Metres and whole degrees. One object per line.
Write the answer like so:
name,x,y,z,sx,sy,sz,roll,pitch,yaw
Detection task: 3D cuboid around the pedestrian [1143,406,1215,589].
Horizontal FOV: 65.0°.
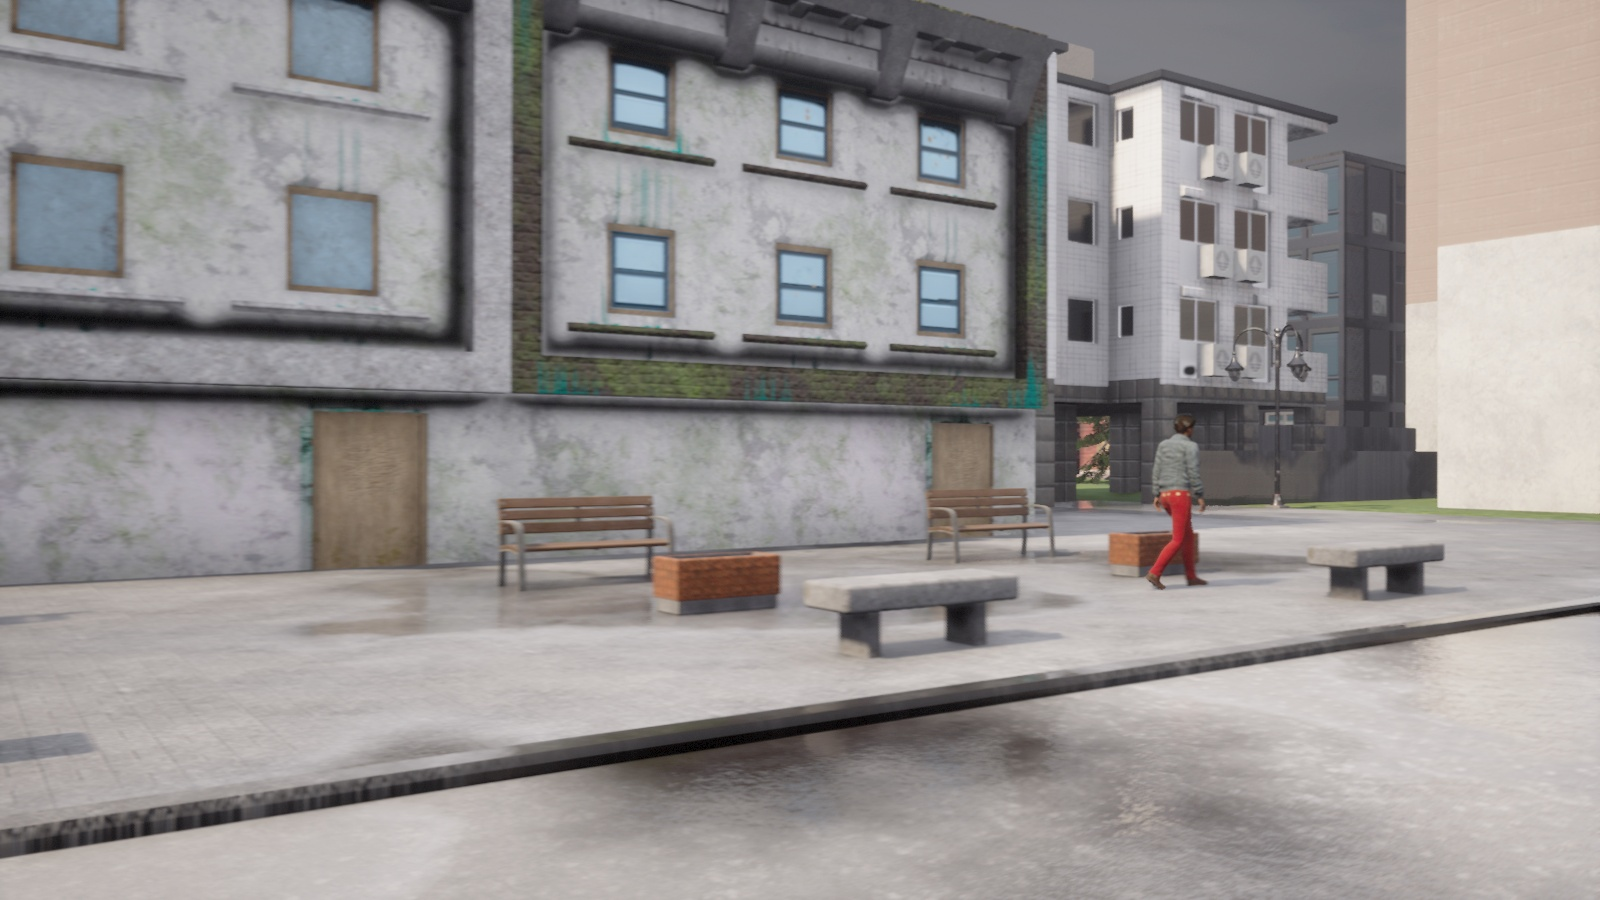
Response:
pedestrian,3.896,0.478,12.912,0.614,1.847,0.353,0,0,-24
